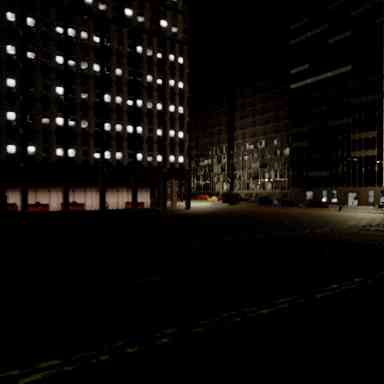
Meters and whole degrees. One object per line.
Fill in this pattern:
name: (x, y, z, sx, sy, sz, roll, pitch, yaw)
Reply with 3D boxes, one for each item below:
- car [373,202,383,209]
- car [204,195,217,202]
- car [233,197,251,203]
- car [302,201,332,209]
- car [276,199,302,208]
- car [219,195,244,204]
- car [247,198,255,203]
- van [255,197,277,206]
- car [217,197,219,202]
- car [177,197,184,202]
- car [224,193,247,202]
car: (31.529, 2.095, 53.423, 1.947, 1.339, 4.313, 0, 0, -34)
car: (6.110, 1.943, 91.660, 1.752, 1.417, 4.829, 0, 0, -34)
car: (12.360, 2.000, 82.296, 2.008, 1.369, 4.403, 0, 0, -34)
car: (20.872, 2.116, 54.820, 1.802, 1.307, 4.206, 0, 0, -34)
car: (17.790, 2.104, 59.438, 1.802, 1.307, 4.206, 0, 0, -34)
car: (8.640, 2.009, 73.150, 1.752, 1.417, 4.829, 0, 0, -34)
car: (15.343, 1.988, 77.825, 1.752, 1.417, 4.829, 0, 0, -34)
van: (14.709, 1.851, 64.056, 1.690, 1.788, 3.998, 0, 0, -34)
car: (9.282, 1.979, 86.907, 1.887, 1.381, 4.507, 0, 0, -34)
car: (-3.780, 1.966, 91.763, 1.887, 1.381, 4.507, 0, 0, -34)
car: (9.459, 1.310, 76.799, 2.150, 2.045, 5.566, 0, 0, -34)
